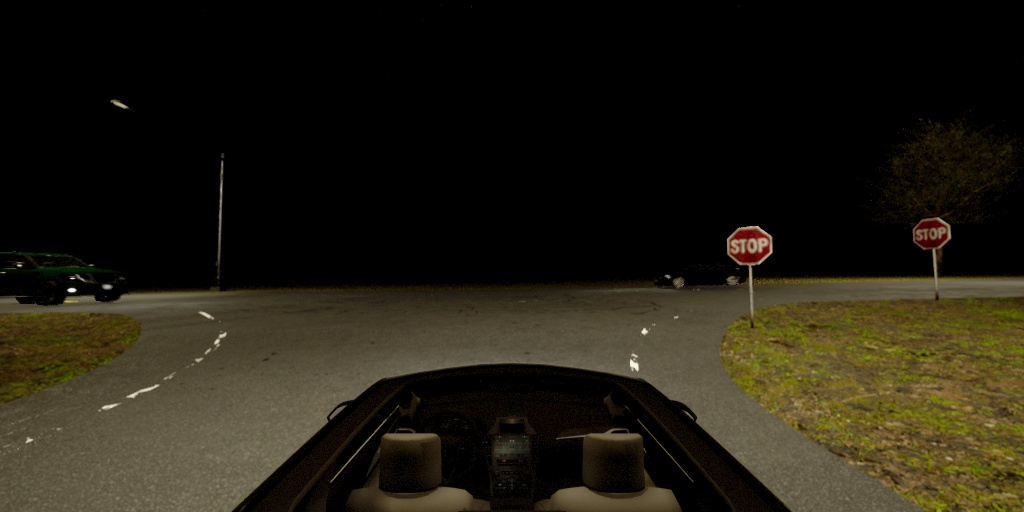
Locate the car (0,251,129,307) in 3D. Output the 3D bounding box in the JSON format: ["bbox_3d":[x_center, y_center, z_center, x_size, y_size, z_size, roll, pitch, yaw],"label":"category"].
[{"bbox_3d":[-18.422,0.866,13.915,5.566,2.045,2.150,-1,-3,1],"label":"car"}]

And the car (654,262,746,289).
[{"bbox_3d":[10.918,1.124,21.050,5.008,1.535,1.882,-1,-3,-1],"label":"car"}]
